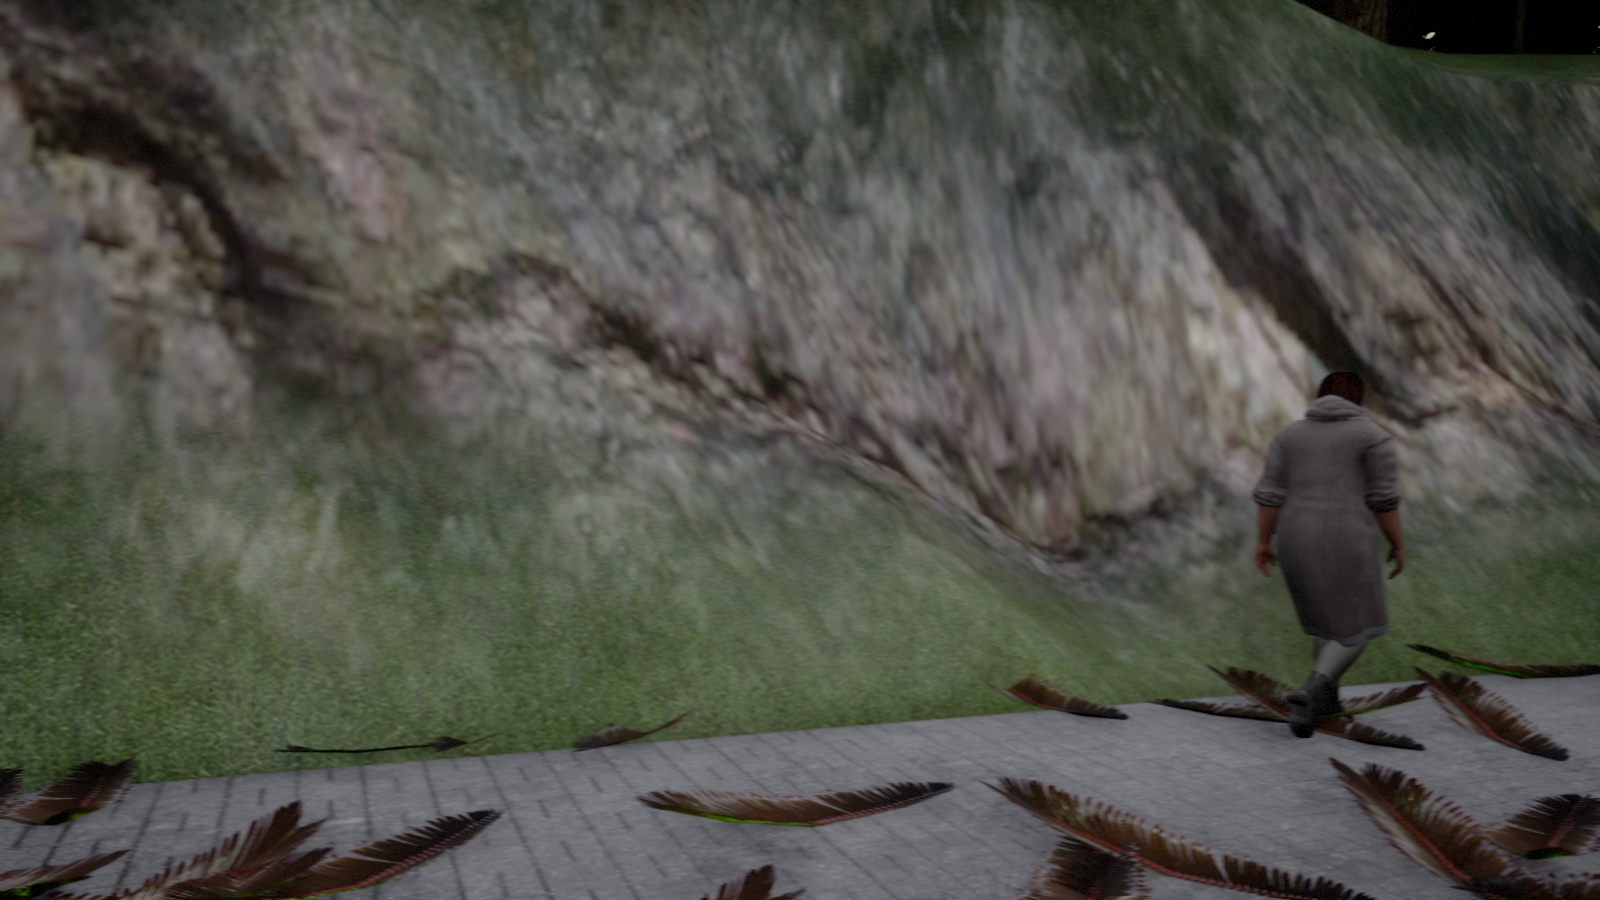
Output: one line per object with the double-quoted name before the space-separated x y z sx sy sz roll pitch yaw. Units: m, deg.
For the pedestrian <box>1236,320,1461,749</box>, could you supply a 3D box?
"pedestrian" 2.721 0.375 6.230 0.873 1.952 0.659 -1 1 -35
